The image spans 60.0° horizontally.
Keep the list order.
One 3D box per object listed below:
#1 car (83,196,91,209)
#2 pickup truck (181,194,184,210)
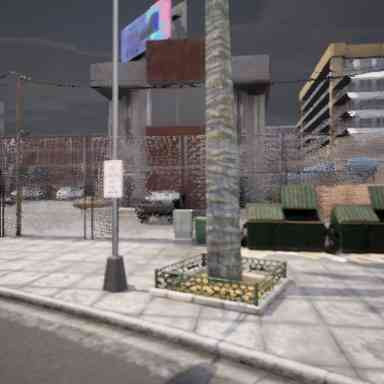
[{"bbox_3d":[-11.045,1.219,36.766,4.674,1.452,2.002,0,0,8],"label":"car"},{"bbox_3d":[-1.961,0.975,23.400,2.390,2.098,6.274,0,0,8],"label":"pickup truck"}]
